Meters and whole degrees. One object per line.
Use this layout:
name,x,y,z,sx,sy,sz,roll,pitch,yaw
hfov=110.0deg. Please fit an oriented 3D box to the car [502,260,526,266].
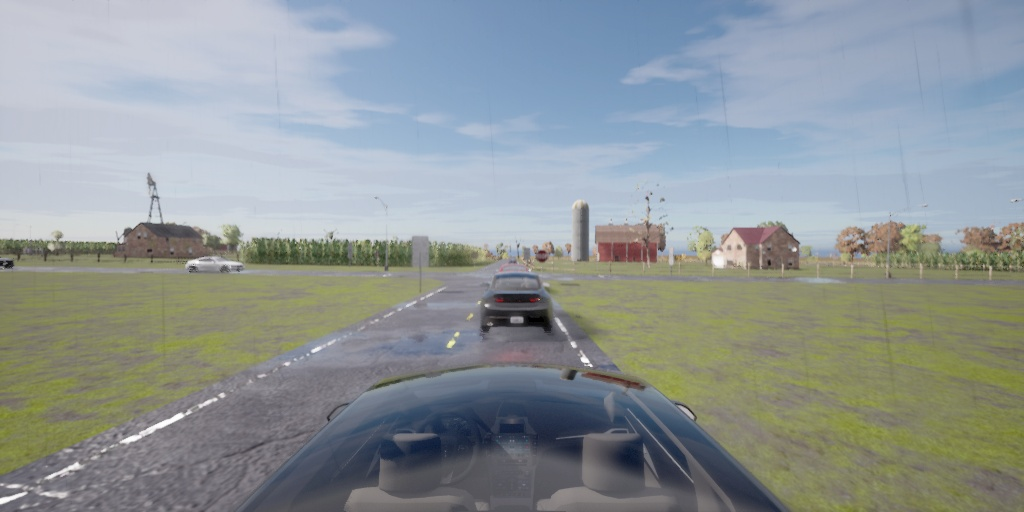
car,0.093,1.165,20.263,1.882,1.535,5.008,0,0,-1

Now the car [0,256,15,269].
car,-49.031,0.431,32.973,5.008,1.535,1.882,1,1,0

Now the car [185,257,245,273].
car,-27.233,0.813,32.945,4.674,1.442,1.812,1,1,0

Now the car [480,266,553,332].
car,0.115,1.223,10.757,1.837,1.490,4.892,0,0,0
